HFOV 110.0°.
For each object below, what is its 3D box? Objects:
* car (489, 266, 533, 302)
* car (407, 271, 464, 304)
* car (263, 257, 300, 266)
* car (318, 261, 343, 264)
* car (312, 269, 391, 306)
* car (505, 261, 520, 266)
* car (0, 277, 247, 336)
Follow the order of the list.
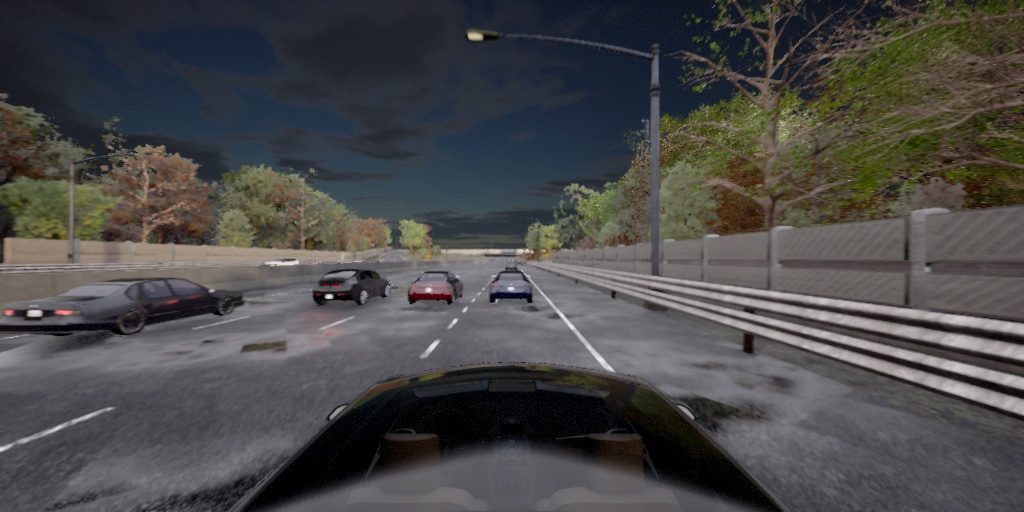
[{"bbox_3d":[-0.048,1.387,17.377,1.994,1.385,4.181,0,0,0],"label":"car"},{"bbox_3d":[-3.442,1.375,16.795,1.994,1.385,4.181,0,0,0],"label":"car"},{"bbox_3d":[-31.669,1.139,49.428,2.150,2.045,5.566,0,0,0],"label":"car"},{"bbox_3d":[-24.683,1.503,49.889,1.994,1.385,4.181,0,0,0],"label":"car"},{"bbox_3d":[-6.944,1.302,16.024,1.837,1.490,4.892,0,0,0],"label":"car"},{"bbox_3d":[-0.170,1.642,60.025,1.994,1.385,4.181,0,0,0],"label":"car"},{"bbox_3d":[-10.429,1.309,10.343,2.033,1.411,5.357,0,0,0],"label":"car"}]
